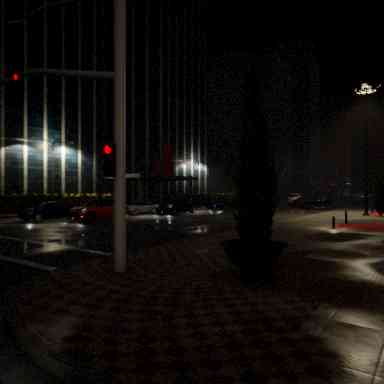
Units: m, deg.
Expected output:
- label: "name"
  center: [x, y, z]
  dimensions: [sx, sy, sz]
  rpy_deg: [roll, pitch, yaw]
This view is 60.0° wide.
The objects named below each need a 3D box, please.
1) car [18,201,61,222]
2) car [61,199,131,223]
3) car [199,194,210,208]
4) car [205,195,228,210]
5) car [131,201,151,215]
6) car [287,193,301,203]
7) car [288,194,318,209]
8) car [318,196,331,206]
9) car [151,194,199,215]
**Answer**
- label: "car"
  center: [-11.190, 1.478, 26.550]
  dimensions: [1.882, 1.535, 5.008]
  rpy_deg: [0, 0, 35]
- label: "car"
  center: [-7.355, 1.352, 25.927]
  dimensions: [2.097, 1.767, 4.553]
  rpy_deg: [0, 0, 35]
- label: "car"
  center: [0.610, 1.221, 43.445]
  dimensions: [2.150, 2.045, 5.566]
  rpy_deg: [0, 0, 35]
- label: "car"
  center: [4.179, 1.492, 42.442]
  dimensions: [2.128, 1.511, 4.902]
  rpy_deg: [0, 0, 35]
- label: "car"
  center: [-5.525, 1.601, 34.674]
  dimensions: [1.895, 1.301, 4.718]
  rpy_deg: [0, 0, 35]
- label: "car"
  center: [17.618, 1.221, 55.281]
  dimensions: [2.150, 2.045, 5.566]
  rpy_deg: [0, 0, 35]
- label: "car"
  center: [15.332, 1.478, 45.879]
  dimensions: [1.882, 1.535, 5.008]
  rpy_deg: [0, 0, 35]
- label: "car"
  center: [21.294, 1.352, 54.431]
  dimensions: [2.097, 1.767, 4.553]
  rpy_deg: [0, 0, 35]
- label: "car"
  center: [-1.663, 1.352, 34.086]
  dimensions: [2.097, 1.767, 4.553]
  rpy_deg: [0, 0, 35]
